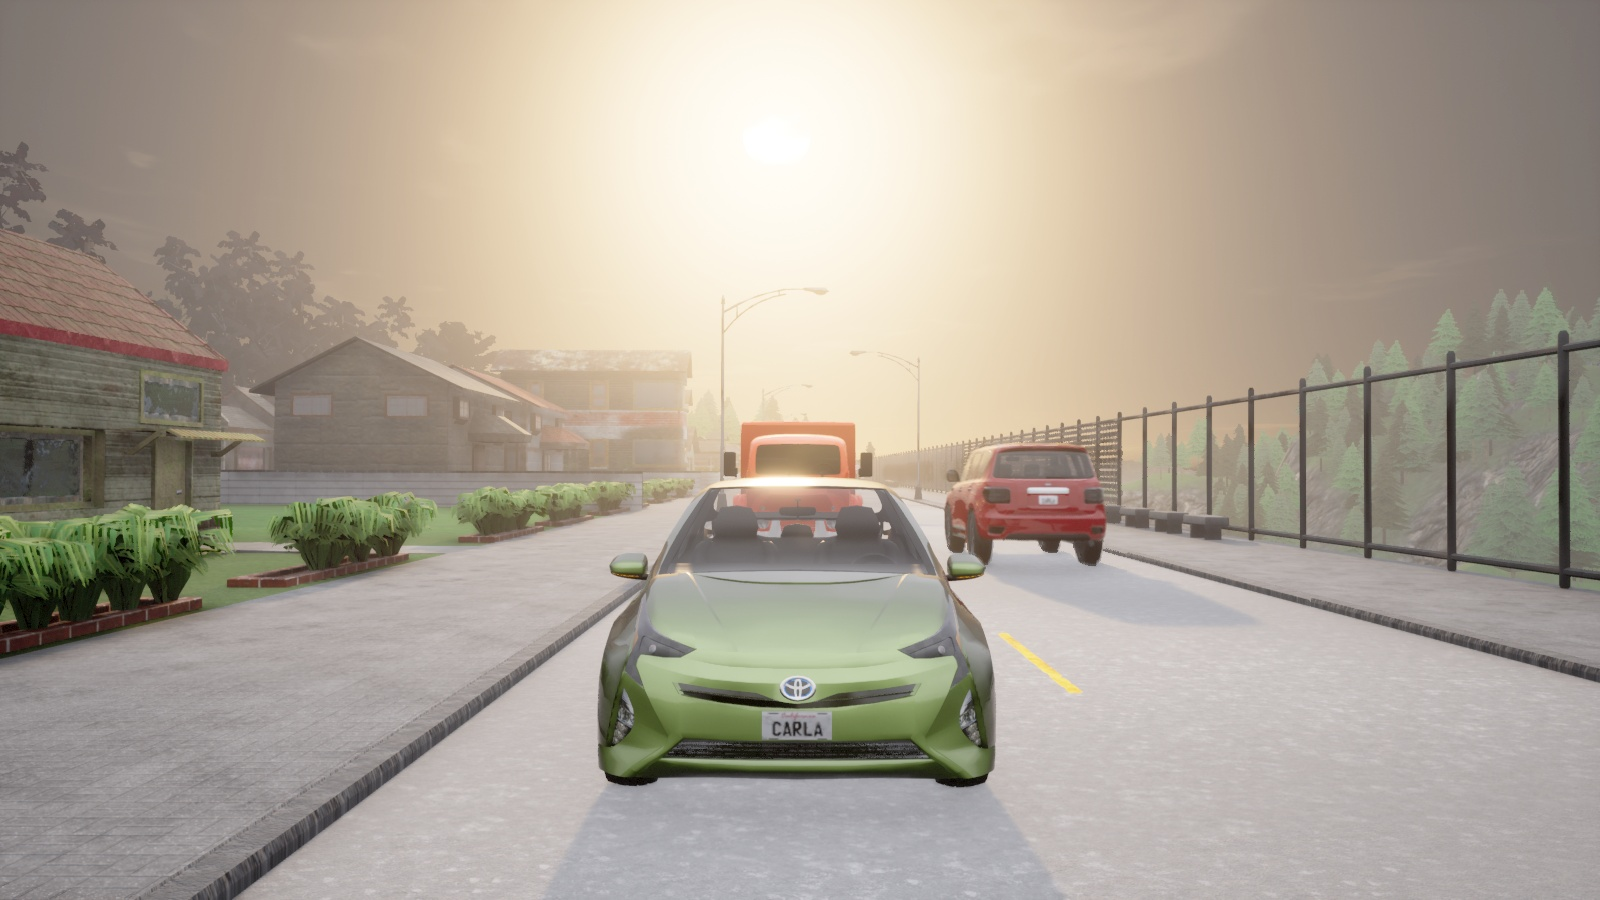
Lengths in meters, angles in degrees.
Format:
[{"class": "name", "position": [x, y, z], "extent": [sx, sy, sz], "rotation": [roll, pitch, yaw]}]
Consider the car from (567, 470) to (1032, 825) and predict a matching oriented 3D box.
[{"class": "car", "position": [-0.009, 0.890, 7.693], "extent": [2.007, 1.525, 4.514], "rotation": [0, -1, 0]}]

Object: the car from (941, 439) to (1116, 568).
[{"class": "car", "position": [3.967, 0.901, 22.877], "extent": [2.150, 2.045, 5.566], "rotation": [0, -1, 0]}]

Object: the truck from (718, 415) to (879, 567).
[{"class": "truck", "position": [-0.034, 0.715, 23.105], "extent": [2.627, 2.467, 5.204], "rotation": [0, -1, 0]}]
